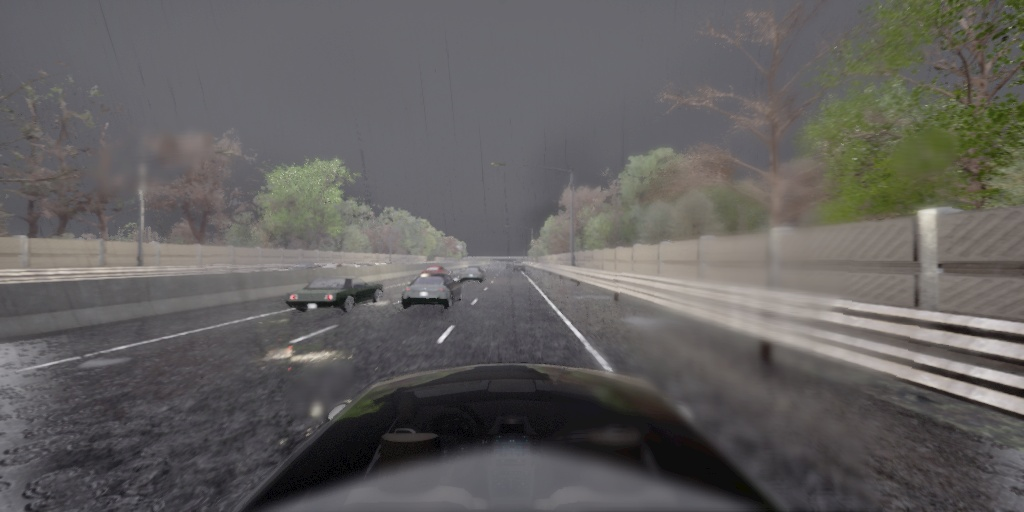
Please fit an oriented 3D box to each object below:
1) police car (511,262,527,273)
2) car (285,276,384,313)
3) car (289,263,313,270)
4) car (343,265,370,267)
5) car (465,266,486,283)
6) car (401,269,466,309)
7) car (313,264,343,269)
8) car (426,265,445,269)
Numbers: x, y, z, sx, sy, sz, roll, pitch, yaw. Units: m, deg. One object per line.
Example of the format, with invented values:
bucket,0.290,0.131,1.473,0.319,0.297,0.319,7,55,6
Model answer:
police car,1.224,1.704,55.268,1.930,1.638,5.238,0,-1,0
car,-6.899,1.473,14.621,1.895,1.301,4.718,0,-1,0
car,-24.567,1.638,42.859,2.128,1.511,4.902,0,-1,0
car,-17.573,1.703,42.157,1.994,1.385,4.181,0,-1,0
car,-3.399,1.602,31.776,1.994,1.385,4.181,0,-1,0
car,-3.400,1.448,15.839,1.994,1.385,4.181,0,-1,0
car,-21.070,1.667,42.440,1.812,1.442,4.674,0,-1,0
car,-6.900,1.569,32.367,1.812,1.442,4.674,0,-1,0
